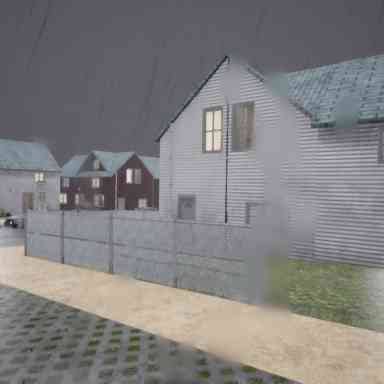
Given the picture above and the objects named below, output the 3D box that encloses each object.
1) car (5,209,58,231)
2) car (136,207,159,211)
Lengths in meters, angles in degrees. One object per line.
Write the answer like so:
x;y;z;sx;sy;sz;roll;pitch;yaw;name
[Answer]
-10.360;1.825;22.790;1.994;1.385;4.181;2;0;37;car
-4.431;2.079;30.791;1.895;1.301;4.718;2;0;37;car
